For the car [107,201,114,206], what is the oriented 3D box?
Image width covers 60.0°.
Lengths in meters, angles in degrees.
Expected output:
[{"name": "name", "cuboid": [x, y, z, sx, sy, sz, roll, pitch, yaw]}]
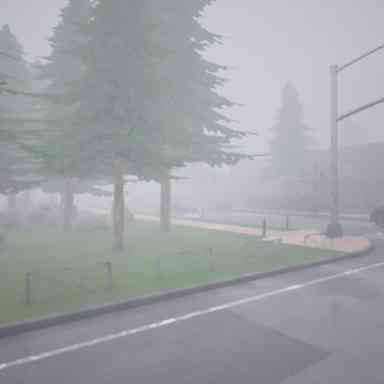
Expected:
[{"name": "car", "cuboid": [-12.653, 1.599, 54.696, 1.994, 1.385, 4.181, 0, 0, -25]}]

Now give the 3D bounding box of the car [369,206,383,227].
[{"name": "car", "cuboid": [14.110, 1.211, 20.613, 2.150, 2.045, 5.566, 0, -2, -35]}]

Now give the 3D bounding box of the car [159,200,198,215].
[{"name": "car", "cuboid": [-1.576, 1.594, 35.720, 2.033, 1.411, 5.357, 0, 0, -35]}]
